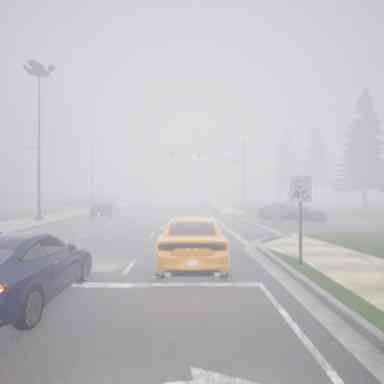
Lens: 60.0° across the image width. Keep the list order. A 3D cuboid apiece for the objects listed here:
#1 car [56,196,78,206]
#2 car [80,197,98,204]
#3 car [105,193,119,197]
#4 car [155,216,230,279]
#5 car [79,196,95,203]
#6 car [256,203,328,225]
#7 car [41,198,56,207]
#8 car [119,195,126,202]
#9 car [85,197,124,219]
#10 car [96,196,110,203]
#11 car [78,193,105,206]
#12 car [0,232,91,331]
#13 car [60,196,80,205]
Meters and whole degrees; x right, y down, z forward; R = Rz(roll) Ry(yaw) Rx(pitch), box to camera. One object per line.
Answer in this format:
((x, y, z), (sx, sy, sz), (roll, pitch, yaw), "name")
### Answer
((-19.437, 1.559, 53.550), (2.033, 1.411, 5.357), (0, 0, 0), "car")
((-19.380, 1.577, 62.759), (1.994, 1.385, 4.181), (0, 0, 0), "car")
((-15.882, 1.234, 62.330), (2.150, 2.045, 5.566), (0, 0, 0), "car")
((0.000, 1.479, 10.133), (1.882, 1.535, 5.008), (0, 0, 0), "car")
((-22.821, 1.610, 72.275), (1.895, 1.301, 4.718), (0, 0, 0), "car")
((7.019, 1.493, 23.471), (4.902, 1.511, 2.128), (0, -1, -5), "car")
((-22.939, 1.613, 53.221), (1.895, 1.301, 4.718), (0, 0, 0), "car")
((-15.819, 1.491, 72.651), (1.882, 1.535, 5.008), (0, 0, 0), "car")
((-7.676, 1.511, 29.600), (1.837, 1.490, 4.892), (0, 0, -2), "car")
((-19.320, 1.567, 72.471), (1.994, 1.385, 4.181), (0, 0, 0), "car")
((-15.940, 1.363, 53.019), (2.097, 1.767, 4.553), (0, 0, 0), "car")
((-3.491, 1.527, 6.701), (1.812, 1.442, 4.674), (0, 0, -1), "car")
((-22.882, 1.491, 62.358), (1.882, 1.535, 5.008), (0, 0, 0), "car")
